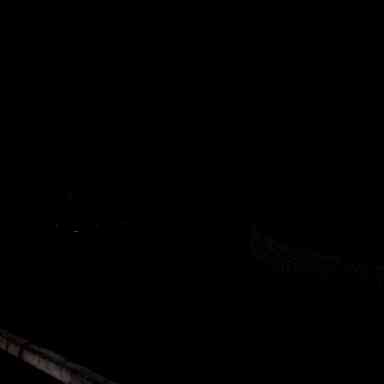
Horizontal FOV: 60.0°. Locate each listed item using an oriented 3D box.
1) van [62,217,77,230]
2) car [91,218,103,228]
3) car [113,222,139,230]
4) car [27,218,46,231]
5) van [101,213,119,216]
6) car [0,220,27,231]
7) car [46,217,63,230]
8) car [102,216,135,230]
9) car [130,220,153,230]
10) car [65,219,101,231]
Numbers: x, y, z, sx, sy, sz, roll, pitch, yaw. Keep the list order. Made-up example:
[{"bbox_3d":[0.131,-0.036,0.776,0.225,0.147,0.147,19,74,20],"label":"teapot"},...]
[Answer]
[{"bbox_3d":[-20.889,4.958,51.784,4.442,1.987,1.878,0,-6,5],"label":"van"},{"bbox_3d":[-18.488,5.756,57.237,4.892,1.521,2.231,0,-6,5],"label":"car"},{"bbox_3d":[-13.481,6.940,68.173,4.674,1.452,2.002,0,-6,5],"label":"car"},{"bbox_3d":[-23.524,4.650,46.292,4.674,1.452,2.002,0,-6,5],"label":"car"},{"bbox_3d":[-22.699,7.826,91.935,1.878,1.987,4.442,0,1,10],"label":"van"},{"bbox_3d":[-24.765,4.363,43.545,4.674,1.452,2.002,0,-6,4],"label":"car"},{"bbox_3d":[-22.449,4.894,49.045,5.366,1.575,1.946,0,-6,5],"label":"car"},{"bbox_3d":[-14.754,6.364,65.465,5.566,2.045,2.435,0,-6,5],"label":"car"},{"bbox_3d":[-9.350,6.684,64.751,1.837,1.490,4.892,-1,-6,25],"label":"car"},{"bbox_3d":[-16.215,5.159,49.757,1.994,1.385,4.181,-1,-6,24],"label":"car"}]
